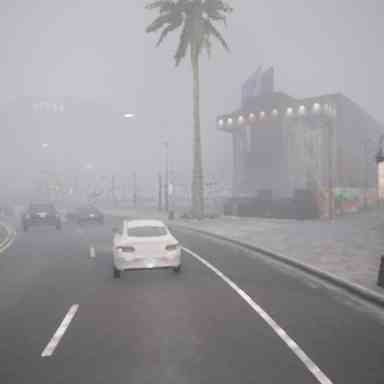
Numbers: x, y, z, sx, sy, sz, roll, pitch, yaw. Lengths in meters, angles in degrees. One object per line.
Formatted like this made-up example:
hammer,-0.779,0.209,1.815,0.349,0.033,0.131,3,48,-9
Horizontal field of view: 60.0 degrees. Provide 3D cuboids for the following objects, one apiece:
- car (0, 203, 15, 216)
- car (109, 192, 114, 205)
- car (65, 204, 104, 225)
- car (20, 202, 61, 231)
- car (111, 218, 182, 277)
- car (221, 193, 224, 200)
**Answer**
car,-19.257,1.755,32.624,4.718,1.301,1.895,0,0,42
car,-14.471,1.379,57.285,4.553,1.767,2.185,0,0,39
car,-8.219,1.633,25.327,1.994,1.385,4.181,0,0,-34
car,-9.887,1.433,21.537,2.097,1.767,4.553,0,0,-29
car,-1.516,1.540,10.360,1.812,1.442,4.674,0,0,-13
car,5.732,1.392,55.572,4.674,1.452,2.002,0,0,39
